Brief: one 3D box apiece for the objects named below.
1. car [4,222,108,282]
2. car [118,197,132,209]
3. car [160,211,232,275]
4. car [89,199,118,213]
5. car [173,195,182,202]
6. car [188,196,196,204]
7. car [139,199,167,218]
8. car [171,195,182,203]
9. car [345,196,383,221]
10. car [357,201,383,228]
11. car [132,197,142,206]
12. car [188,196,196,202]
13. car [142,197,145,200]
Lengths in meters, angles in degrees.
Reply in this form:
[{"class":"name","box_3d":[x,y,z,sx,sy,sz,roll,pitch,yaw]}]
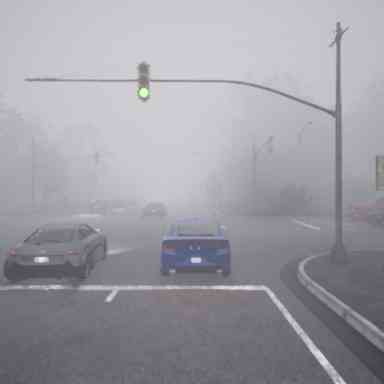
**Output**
[{"class":"car","box_3d":[-3.779,1.588,9.941,1.994,1.385,4.181,0,0,-5]},{"class":"car","box_3d":[-10.525,1.679,48.357,1.994,1.385,4.181,0,0,2]},{"class":"car","box_3d":[0.100,1.503,10.541,1.882,1.535,5.008,0,0,0]},{"class":"car","box_3d":[-10.585,1.584,39.005,2.128,1.511,4.902,0,0,0]},{"class":"car","box_3d":[-3.499,1.550,81.493,2.097,1.767,4.553,0,0,0]},{"class":"car","box_3d":[0.001,1.703,69.161,2.033,1.411,5.357,0,0,0]},{"class":"car","box_3d":[-3.399,1.638,31.002,1.994,1.385,4.181,0,0,0]},{"class":"car","box_3d":[-3.499,1.725,72.118,1.994,1.385,4.181,0,0,0]},{"class":"car","box_3d":[14.723,1.284,25.398,5.566,2.045,2.150,0,0,2]},{"class":"car","box_3d":[14.015,1.532,21.911,5.008,1.535,1.882,0,0,3]},{"class":"car","box_3d":[-10.499,1.664,57.961,1.812,1.442,4.674,0,0,0]},{"class":"car","box_3d":[0.001,1.613,79.581,2.033,1.411,5.357,0,0,0]},{"class":"car","box_3d":[-10.499,1.718,67.987,1.994,1.385,4.181,0,0,0]}]
